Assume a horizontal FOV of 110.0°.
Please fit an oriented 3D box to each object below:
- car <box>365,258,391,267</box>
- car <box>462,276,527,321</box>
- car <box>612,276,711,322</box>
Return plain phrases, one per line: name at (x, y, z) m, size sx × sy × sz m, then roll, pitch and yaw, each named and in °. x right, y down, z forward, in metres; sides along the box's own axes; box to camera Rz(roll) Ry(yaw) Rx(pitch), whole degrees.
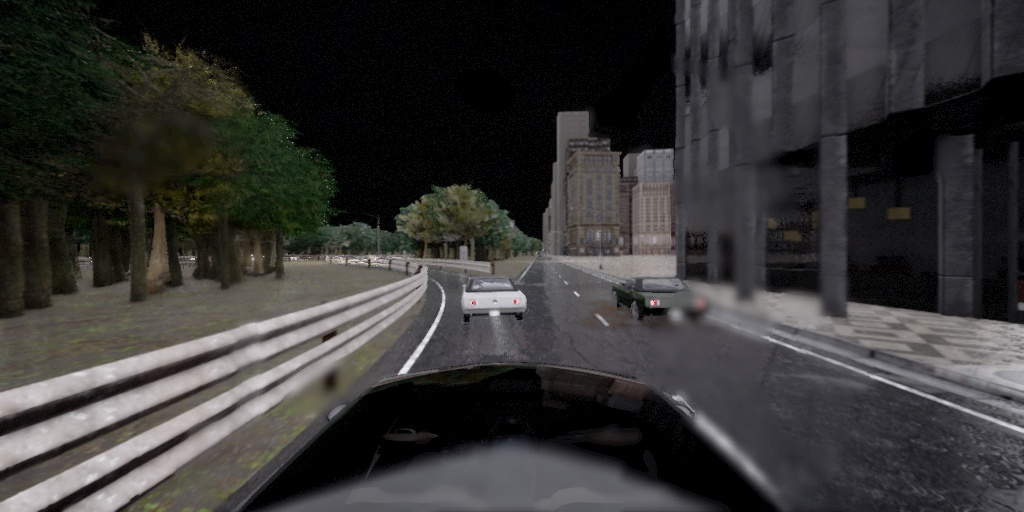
car at (-21.768, 1.005, 59.136) m, size 2.033 × 1.411 × 5.357 m, roll -1°, pitch 1°, yaw -41°
car at (-0.781, 1.351, 12.472) m, size 1.895 × 1.301 × 4.718 m, roll -1°, pitch 0°, yaw -7°
car at (4.717, 1.323, 12.149) m, size 1.895 × 1.301 × 4.718 m, roll 0°, pitch 0°, yaw 4°
